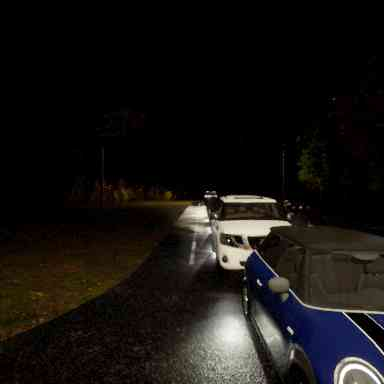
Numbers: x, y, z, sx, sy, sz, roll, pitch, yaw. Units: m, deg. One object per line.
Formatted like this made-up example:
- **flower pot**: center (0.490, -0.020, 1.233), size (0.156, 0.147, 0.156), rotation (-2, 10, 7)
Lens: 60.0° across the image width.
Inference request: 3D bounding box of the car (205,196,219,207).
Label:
- **car**: center (2.862, 1.313, 47.958), size (1.994, 1.385, 4.181), rotation (0, 0, 3)

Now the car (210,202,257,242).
- **car**: center (1.928, 1.383, 16.797), size (1.882, 1.535, 5.008), rotation (0, 0, 2)

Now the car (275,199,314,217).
- **car**: center (9.353, 1.384, 30.828), size (2.033, 1.411, 5.357), rotation (0, 0, 2)

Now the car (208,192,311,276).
- **car**: center (1.759, 1.160, 10.458), size (2.150, 2.045, 5.566), rotation (0, 0, 1)

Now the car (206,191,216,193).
- **car**: center (3.080, 0.936, 54.390), size (2.150, 2.045, 5.566), rotation (0, 0, 3)

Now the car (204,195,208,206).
- **car**: center (2.282, 1.321, 29.297), size (1.882, 1.535, 5.008), rotation (0, 0, 2)

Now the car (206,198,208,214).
- **car**: center (2.106, 1.379, 23.044), size (1.837, 1.490, 4.892), rotation (0, 0, 2)

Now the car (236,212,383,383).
- **car**: center (1.941, 1.338, 4.111), size (2.097, 1.767, 4.553), rotation (0, 0, 0)

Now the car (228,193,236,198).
- **car**: center (11.075, 1.054, 92.375), size (1.994, 1.385, 4.181), rotation (0, 0, 2)

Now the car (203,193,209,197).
- **car**: center (2.645, 1.273, 41.550), size (2.128, 1.511, 4.902), rotation (0, 0, 2)
